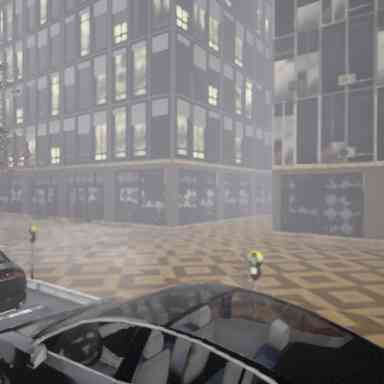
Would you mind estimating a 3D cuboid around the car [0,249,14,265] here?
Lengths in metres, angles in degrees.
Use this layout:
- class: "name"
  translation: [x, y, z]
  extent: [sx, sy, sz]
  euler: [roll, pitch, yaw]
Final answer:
- class: "car"
  translation: [-4.859, 1.538, 6.344]
  extent: [4.403, 1.369, 2.008]
  euler: [0, 0, 36]

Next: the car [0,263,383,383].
- class: "car"
  translation: [-0.227, 1.563, 3.034]
  extent: [4.313, 1.339, 1.947]
  euler: [0, 0, 36]
